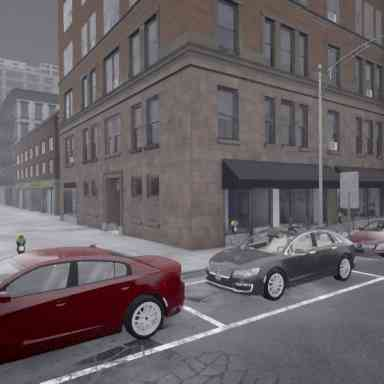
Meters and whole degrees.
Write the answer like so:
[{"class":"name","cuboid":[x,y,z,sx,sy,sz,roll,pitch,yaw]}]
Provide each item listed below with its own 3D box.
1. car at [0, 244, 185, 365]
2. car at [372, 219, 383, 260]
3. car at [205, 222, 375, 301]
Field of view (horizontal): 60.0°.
[{"class":"car","cuboid":[-2.221,1.544,4.958,4.507,1.381,1.887,0,-1,-36]},{"class":"car","cuboid":[6.859,1.581,11.458,4.206,1.307,1.802,0,-1,-36]},{"class":"car","cuboid":[2.319,1.550,8.208,4.403,1.369,2.008,0,-1,-36]}]
